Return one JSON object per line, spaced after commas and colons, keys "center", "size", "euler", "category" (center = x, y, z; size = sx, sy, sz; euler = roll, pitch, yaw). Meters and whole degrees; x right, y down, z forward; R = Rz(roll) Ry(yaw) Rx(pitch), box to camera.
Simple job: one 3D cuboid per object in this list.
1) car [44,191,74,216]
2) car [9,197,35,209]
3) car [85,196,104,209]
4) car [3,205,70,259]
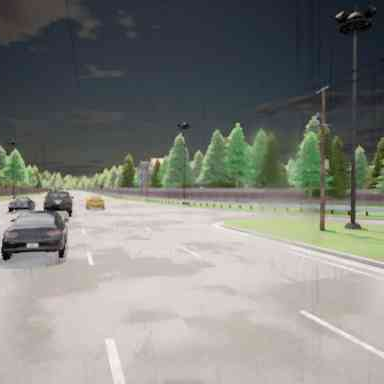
{"center": [-11.471, 0.947, 28.667], "size": [2.150, 2.045, 5.566], "euler": [0, 0, -20], "category": "car"}
{"center": [-16.580, 1.208, 32.578], "size": [2.033, 1.411, 5.357], "euler": [0, 0, -20], "category": "car"}
{"center": [-11.247, 1.149, 38.460], "size": [1.882, 1.535, 5.008], "euler": [0, 0, -20], "category": "car"}
{"center": [-5.511, 1.406, 12.032], "size": [1.812, 1.442, 4.674], "euler": [0, 0, -20], "category": "car"}
